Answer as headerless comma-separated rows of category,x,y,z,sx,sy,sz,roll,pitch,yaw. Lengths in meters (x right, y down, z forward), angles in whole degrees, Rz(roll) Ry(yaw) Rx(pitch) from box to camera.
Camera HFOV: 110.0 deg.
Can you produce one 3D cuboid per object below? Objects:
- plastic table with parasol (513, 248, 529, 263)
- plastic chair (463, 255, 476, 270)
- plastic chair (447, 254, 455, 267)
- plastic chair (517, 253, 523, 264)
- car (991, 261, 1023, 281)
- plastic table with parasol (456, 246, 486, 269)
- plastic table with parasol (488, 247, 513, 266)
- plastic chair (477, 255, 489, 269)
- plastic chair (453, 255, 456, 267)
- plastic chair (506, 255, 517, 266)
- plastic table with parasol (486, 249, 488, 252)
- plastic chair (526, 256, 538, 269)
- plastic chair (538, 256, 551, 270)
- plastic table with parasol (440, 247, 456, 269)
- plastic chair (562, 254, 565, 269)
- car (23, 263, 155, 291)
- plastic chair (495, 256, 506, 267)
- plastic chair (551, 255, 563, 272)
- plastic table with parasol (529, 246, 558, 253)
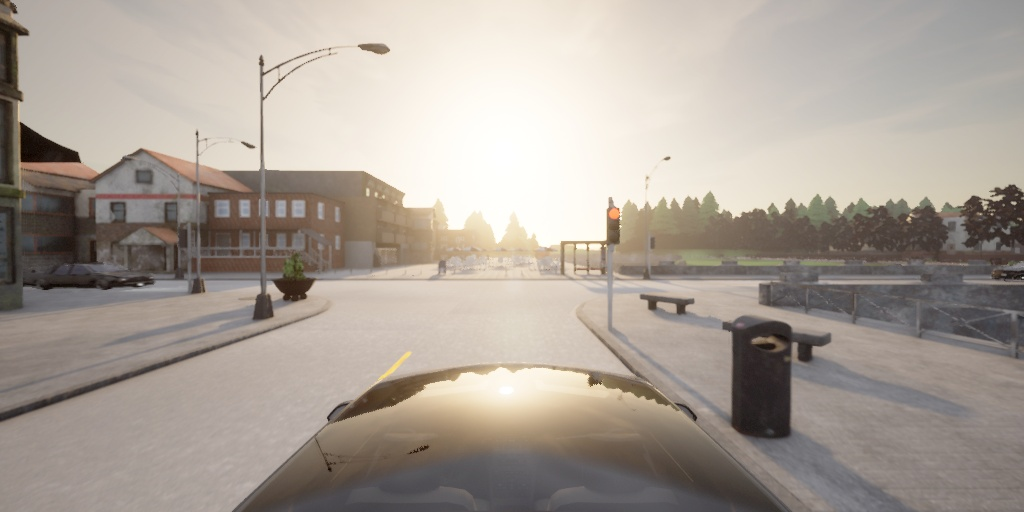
plastic table with parasol,0.954,-0.018,53.482,2.482,2.480,2.482,0,0,0
plastic chair,-4.502,0.797,37.651,0.750,1.272,0.730,0,0,0
plastic chair,-7.225,0.709,44.271,0.750,1.272,0.730,0,0,-1
plastic chair,0.842,0.601,52.303,0.750,1.272,0.730,0,0,-1
car,34.303,0.941,23.196,5.008,1.535,1.882,0,1,0
plastic table with parasol,-4.387,0.177,38.871,2.482,2.480,2.482,0,0,0
plastic table with parasol,-1.385,0.084,45.863,2.482,2.480,2.482,0,0,0
plastic chair,-3.107,0.783,38.756,0.730,1.272,0.750,0,0,0
plastic chair,-5.707,0.780,38.946,0.730,1.272,0.750,0,0,0
plastic chair,-0.035,0.689,45.768,0.730,1.272,0.750,0,0,0
plastic table with parasol,-4.854,-0.111,60.378,2.482,2.480,2.482,0,0,0
plastic chair,2.096,0.791,38.178,0.730,1.272,0.750,0,0,0
plastic chair,3.301,0.808,36.883,0.750,1.272,0.730,0,0,0
plastic table with parasol,-7.304,0.089,45.449,2.482,2.480,2.482,0,0,0
plastic chair,6.161,0.677,46.693,0.730,1.272,0.750,0,0,0
car,-22.215,1.099,18.858,5.357,1.411,2.033,0,1,0
plastic chair,-1.431,0.704,44.663,0.750,1.272,0.730,0,0,0
plastic chair,4.697,0.793,37.988,0.730,1.272,0.750,0,0,0
plastic table with parasol,3.436,0.187,38.153,2.482,2.480,2.482,0,0,0
